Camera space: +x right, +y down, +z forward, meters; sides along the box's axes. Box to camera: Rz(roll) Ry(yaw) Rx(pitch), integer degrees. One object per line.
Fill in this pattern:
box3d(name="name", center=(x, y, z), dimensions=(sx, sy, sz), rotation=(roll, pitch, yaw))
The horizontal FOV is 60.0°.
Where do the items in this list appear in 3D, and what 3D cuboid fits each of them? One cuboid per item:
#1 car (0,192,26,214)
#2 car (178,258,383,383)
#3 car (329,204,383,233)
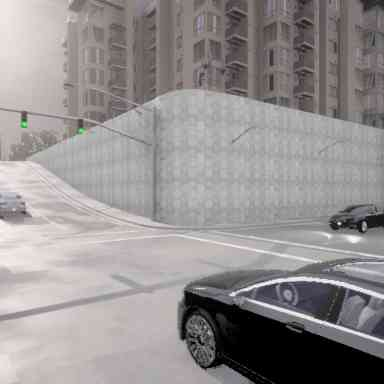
box3d(name="car", center=(-13.789, 0.734, 25.107), dimensions=(1.812, 1.442, 4.674), rotation=(0, 7, -36))
box3d(name="car", center=(1.696, 1.493, 3.563), dimensions=(2.128, 1.511, 4.902), rotation=(0, 0, -36))
box3d(name="car", center=(10.120, 1.505, 19.816), dimensions=(4.892, 1.490, 1.837), rotation=(0, 0, -36))
